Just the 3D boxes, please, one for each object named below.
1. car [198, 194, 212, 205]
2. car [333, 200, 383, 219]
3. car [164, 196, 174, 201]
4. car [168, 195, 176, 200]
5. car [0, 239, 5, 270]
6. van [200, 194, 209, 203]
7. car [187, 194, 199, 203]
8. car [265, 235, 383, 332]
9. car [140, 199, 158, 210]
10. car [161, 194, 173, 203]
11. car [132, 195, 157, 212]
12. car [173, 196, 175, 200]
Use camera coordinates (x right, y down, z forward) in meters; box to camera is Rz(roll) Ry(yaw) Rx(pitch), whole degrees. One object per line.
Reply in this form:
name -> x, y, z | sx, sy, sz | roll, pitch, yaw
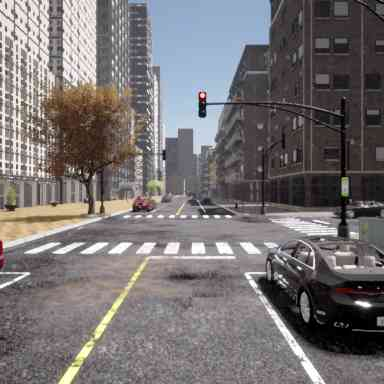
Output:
car -> 2.664, 1.610, 61.251 | 1.947, 1.339, 4.313 | 0, 0, 0
car -> 13.415, 1.350, 26.183 | 4.403, 1.369, 2.008 | -1, 1, -1
car -> -5.727, 1.631, 83.340 | 2.008, 1.369, 4.403 | 0, 0, 0
car -> -5.732, 1.653, 94.385 | 2.008, 1.369, 4.403 | 0, 0, 0
car -> -5.694, 1.545, 6.769 | 1.887, 1.381, 4.507 | 0, 0, 0
van -> 2.658, 1.401, 72.298 | 1.690, 1.788, 3.998 | 0, 0, 0
car -> -0.030, 1.656, 68.927 | 1.895, 1.301, 4.718 | 0, 0, 0
car -> 2.687, 1.551, 6.772 | 2.008, 1.369, 4.403 | 0, 0, 0
car -> -5.710, 1.592, 44.680 | 1.947, 1.339, 4.313 | 0, 0, 0
car -> -5.722, 1.626, 72.294 | 1.947, 1.339, 4.313 | 0, 0, 0
car -> -5.708, 1.336, 39.157 | 2.192, 1.841, 5.009 | 0, 0, 0
car -> -5.725, 1.385, 77.817 | 2.192, 1.841, 5.009 | 0, 0, 0
